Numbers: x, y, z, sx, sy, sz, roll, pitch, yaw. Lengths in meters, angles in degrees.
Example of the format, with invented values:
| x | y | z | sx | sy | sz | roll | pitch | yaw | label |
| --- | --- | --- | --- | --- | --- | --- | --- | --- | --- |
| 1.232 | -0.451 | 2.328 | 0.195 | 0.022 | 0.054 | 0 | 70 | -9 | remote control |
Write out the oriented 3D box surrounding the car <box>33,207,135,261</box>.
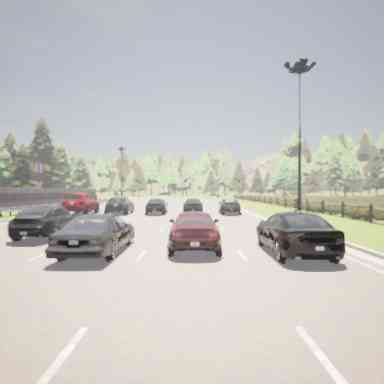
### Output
| x | y | z | sx | sy | sz | roll | pitch | yaw | label |
| --- | --- | --- | --- | --- | --- | --- | --- | --- | --- |
| -3.401 | 1.497 | 12.047 | 2.033 | 1.411 | 5.357 | 0 | 0 | 0 | car |

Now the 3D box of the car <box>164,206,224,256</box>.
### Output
| x | y | z | sx | sy | sz | roll | pitch | yaw | label |
| --- | --- | --- | --- | --- | --- | --- | --- | --- | --- |
| 0.086 | 1.473 | 12.753 | 1.812 | 1.442 | 4.674 | 0 | 0 | 0 | car |

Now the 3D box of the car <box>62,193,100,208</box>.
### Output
| x | y | z | sx | sy | sz | roll | pitch | yaw | label |
| --- | --- | --- | --- | --- | --- | --- | --- | --- | --- |
| -10.404 | 1.092 | 31.402 | 2.150 | 2.045 | 5.566 | 0 | 0 | 0 | car |

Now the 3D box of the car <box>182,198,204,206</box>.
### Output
| x | y | z | sx | sy | sz | roll | pitch | yaw | label |
| --- | --- | --- | --- | --- | --- | --- | --- | --- | --- |
| 0.097 | 1.372 | 32.419 | 1.837 | 1.490 | 4.892 | 0 | 0 | 0 | car |

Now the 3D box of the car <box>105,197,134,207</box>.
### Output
| x | y | z | sx | sy | sz | roll | pitch | yaw | label |
| --- | --- | --- | --- | --- | --- | --- | --- | --- | --- |
| -6.904 | 1.220 | 32.079 | 2.097 | 1.767 | 4.553 | 0 | 0 | 0 | car |

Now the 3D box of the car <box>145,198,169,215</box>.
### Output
| x | y | z | sx | sy | sz | roll | pitch | yaw | label |
| --- | --- | --- | --- | --- | --- | --- | --- | --- | --- |
| -3.404 | 1.371 | 32.413 | 1.837 | 1.490 | 4.892 | 0 | 0 | 0 | car |

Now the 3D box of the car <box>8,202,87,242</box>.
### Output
| x | y | z | sx | sy | sz | roll | pitch | yaw | label |
| --- | --- | --- | --- | --- | --- | --- | --- | --- | --- |
| -6.901 | 1.438 | 16.032 | 1.837 | 1.490 | 4.892 | 0 | 0 | 0 | car |

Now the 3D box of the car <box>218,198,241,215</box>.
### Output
| x | y | z | sx | sy | sz | roll | pitch | yaw | label |
| --- | --- | --- | --- | --- | --- | --- | --- | --- | --- |
| 3.596 | 1.359 | 32.344 | 2.128 | 1.511 | 4.902 | 0 | 0 | 0 | car |

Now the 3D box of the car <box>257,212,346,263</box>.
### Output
| x | y | z | sx | sy | sz | roll | pitch | yaw | label |
| --- | --- | --- | --- | --- | --- | --- | --- | --- | --- |
| 3.598 | 1.429 | 11.832 | 1.882 | 1.535 | 5.008 | 0 | 0 | 0 | car |
